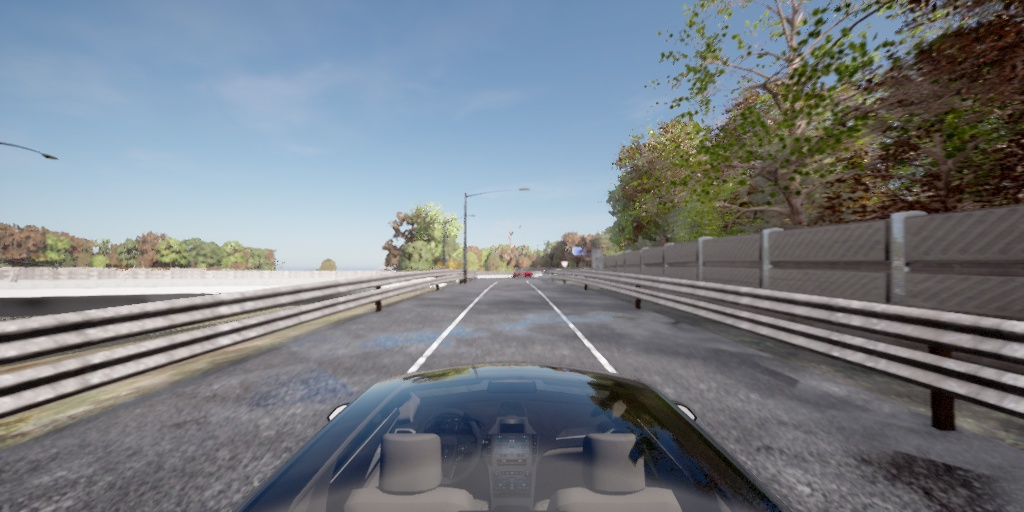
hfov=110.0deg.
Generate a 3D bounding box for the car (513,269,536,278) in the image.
[{"bbox_3d":[2.063,3.083,63.839,2.097,1.767,4.553,-2,-3,34],"label":"car"}]

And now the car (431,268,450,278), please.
[{"bbox_3d":[-9.243,2.464,49.635,2.097,1.767,4.553,-2,-4,43],"label":"car"}]
